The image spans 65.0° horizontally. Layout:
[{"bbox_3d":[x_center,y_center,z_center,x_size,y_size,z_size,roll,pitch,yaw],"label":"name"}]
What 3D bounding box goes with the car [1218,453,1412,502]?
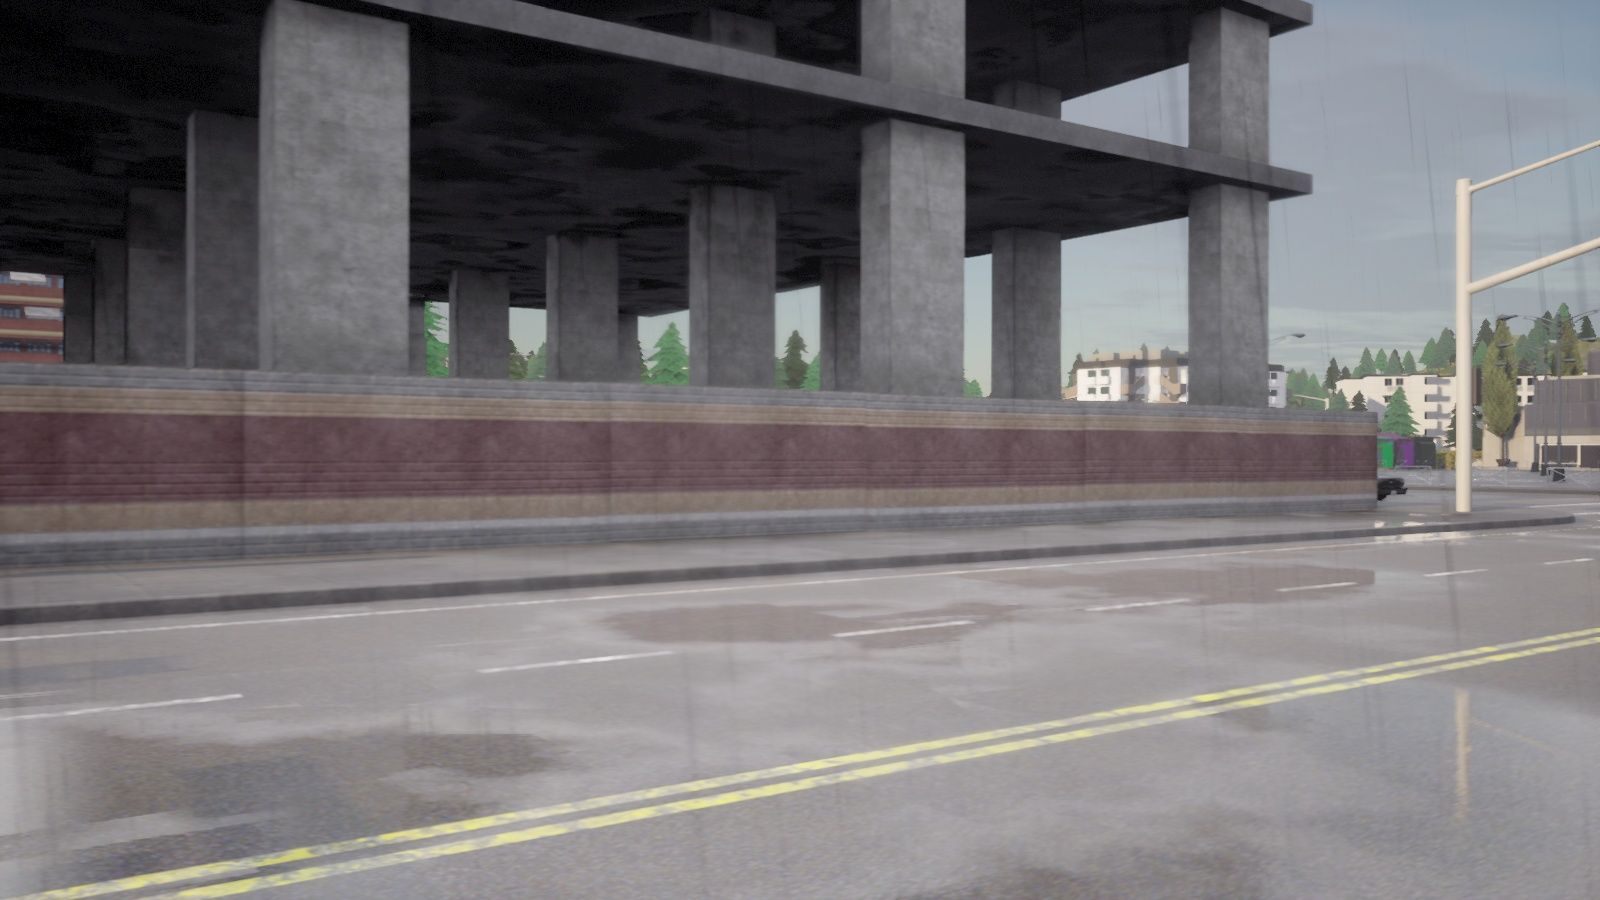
[{"bbox_3d":[15.975,0.799,39.260,2.033,1.411,5.357,0,0,-35],"label":"car"}]
